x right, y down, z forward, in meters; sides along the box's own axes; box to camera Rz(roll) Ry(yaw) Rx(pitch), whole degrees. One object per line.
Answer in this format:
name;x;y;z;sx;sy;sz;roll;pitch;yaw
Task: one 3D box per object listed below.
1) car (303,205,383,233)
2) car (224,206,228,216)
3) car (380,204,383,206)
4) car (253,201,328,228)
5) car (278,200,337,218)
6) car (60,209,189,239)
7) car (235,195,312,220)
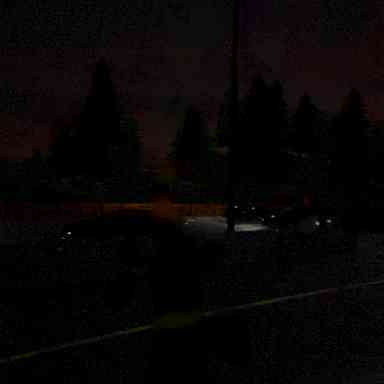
car;9.006;1.629;19.343;4.181;1.385;1.994;1;0;-17
car;5.129;1.337;29.122;4.553;1.767;2.097;1;0;-17
car;12.362;1.653;23.720;4.181;1.385;1.994;1;0;-14
car;6.800;1.548;22.286;4.674;1.442;1.812;1;0;-18
car;10.550;1.556;30.570;4.892;1.490;1.837;1;0;-14
car;-2.770;1.465;14.443;5.357;1.411;2.033;1;0;-29
car;6.571;1.230;25.917;5.566;2.045;2.150;1;0;-17
